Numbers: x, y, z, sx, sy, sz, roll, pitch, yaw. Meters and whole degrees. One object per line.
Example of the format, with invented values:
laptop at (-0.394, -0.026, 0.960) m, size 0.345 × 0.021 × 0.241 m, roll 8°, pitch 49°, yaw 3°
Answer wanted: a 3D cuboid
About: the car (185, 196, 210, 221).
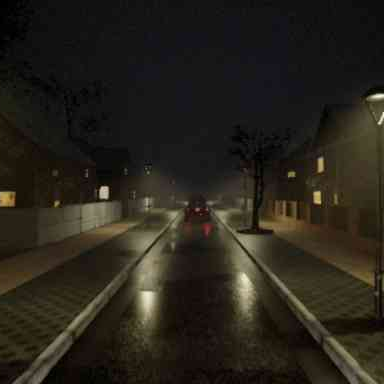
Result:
car at (0.486, 1.466, 28.802) m, size 2.097 × 1.767 × 4.553 m, roll 0°, pitch 0°, yaw 1°
